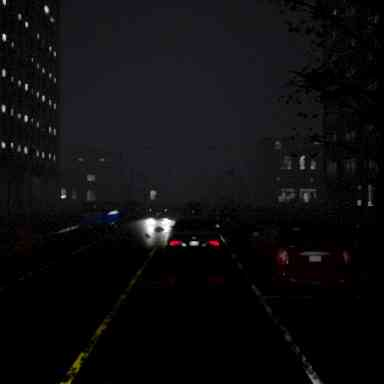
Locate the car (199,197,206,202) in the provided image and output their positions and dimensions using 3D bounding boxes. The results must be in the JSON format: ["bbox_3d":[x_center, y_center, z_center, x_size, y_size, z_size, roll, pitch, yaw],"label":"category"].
[{"bbox_3d":[2.645,2.012,86.775,1.802,1.307,4.206,0,0,0],"label":"car"}]

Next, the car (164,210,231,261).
[{"bbox_3d":[0.079,1.611,12.558,2.033,1.411,5.357,0,0,0],"label":"car"}]

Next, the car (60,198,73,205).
[{"bbox_3d":[-25.487,1.762,64.120,4.829,1.417,1.752,0,-1,1],"label":"car"}]

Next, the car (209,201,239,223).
[{"bbox_3d":[2.679,1.682,26.267,2.008,1.369,4.403,0,0,0],"label":"car"}]

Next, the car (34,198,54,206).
[{"bbox_3d":[-25.444,1.702,55.738,4.403,1.369,2.008,0,-1,1],"label":"car"}]

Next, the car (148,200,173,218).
[{"bbox_3d":[-3.112,1.763,32.611,1.895,1.301,4.718,0,0,0],"label":"car"}]

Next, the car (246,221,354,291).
[{"bbox_3d":[2.689,1.487,9.192,1.967,1.590,4.097,0,0,0],"label":"car"}]

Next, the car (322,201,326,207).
[{"bbox_3d":[23.615,1.951,54.974,4.206,1.307,1.802,0,-1,1],"label":"car"}]

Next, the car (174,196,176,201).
[{"bbox_3d":[-5.735,1.982,86.785,2.008,1.369,4.403,0,0,0],"label":"car"}]

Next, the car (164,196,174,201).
[{"bbox_3d":[-5.729,1.958,75.741,1.802,1.307,4.206,0,0,0],"label":"car"}]

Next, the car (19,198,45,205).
[{"bbox_3d":[-30.854,1.796,64.199,4.206,1.307,1.802,0,-1,1],"label":"car"}]

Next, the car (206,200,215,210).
[{"bbox_3d":[2.676,1.704,31.959,1.887,1.381,4.507,0,0,0],"label":"car"}]

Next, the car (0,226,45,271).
[{"bbox_3d":[-5.692,1.572,9.033,1.752,1.417,4.829,0,0,0],"label":"car"}]

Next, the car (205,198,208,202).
[{"bbox_3d":[2.670,1.766,43.343,2.008,1.369,4.403,0,0,0],"label":"car"}]

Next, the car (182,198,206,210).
[{"bbox_3d":[0.075,1.641,32.843,1.882,1.535,5.008,0,0,0],"label":"car"}]

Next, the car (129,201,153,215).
[{"bbox_3d":[-5.708,1.738,37.664,2.008,1.369,4.403,0,0,0],"label":"car"}]

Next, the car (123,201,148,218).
[{"bbox_3d":[-5.704,1.600,31.972,1.967,1.590,4.097,0,0,0],"label":"car"}]

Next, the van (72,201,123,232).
[{"bbox_3d":[-5.698,1.445,20.589,1.690,1.788,3.998,0,0,0],"label":"van"}]
